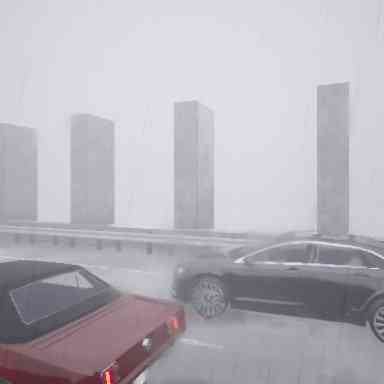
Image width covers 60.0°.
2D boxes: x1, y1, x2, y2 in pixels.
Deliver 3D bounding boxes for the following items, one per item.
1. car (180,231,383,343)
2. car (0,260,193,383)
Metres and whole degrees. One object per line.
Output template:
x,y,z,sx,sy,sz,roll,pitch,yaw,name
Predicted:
1.998,1.491,6.107,4.902,1.511,2.128,0,0,23,car
-2.562,1.600,4.252,4.718,1.301,1.895,0,0,23,car
